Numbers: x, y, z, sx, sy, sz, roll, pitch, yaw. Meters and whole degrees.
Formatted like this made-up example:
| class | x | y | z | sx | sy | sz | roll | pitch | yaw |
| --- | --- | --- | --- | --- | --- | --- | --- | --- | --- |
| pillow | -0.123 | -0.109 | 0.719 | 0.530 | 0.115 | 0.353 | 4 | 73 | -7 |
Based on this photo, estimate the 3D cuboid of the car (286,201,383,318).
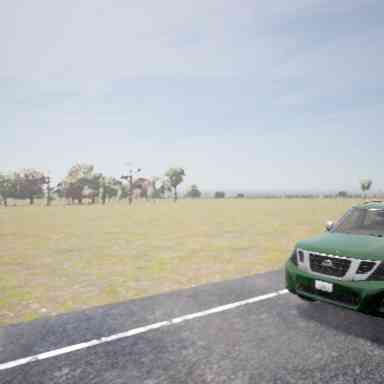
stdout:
| class | x | y | z | sx | sy | sz | roll | pitch | yaw |
| --- | --- | --- | --- | --- | --- | --- | --- | --- | --- |
| car | 4.454 | 1.229 | 7.187 | 5.566 | 2.045 | 2.150 | 0 | 0 | -36 |
